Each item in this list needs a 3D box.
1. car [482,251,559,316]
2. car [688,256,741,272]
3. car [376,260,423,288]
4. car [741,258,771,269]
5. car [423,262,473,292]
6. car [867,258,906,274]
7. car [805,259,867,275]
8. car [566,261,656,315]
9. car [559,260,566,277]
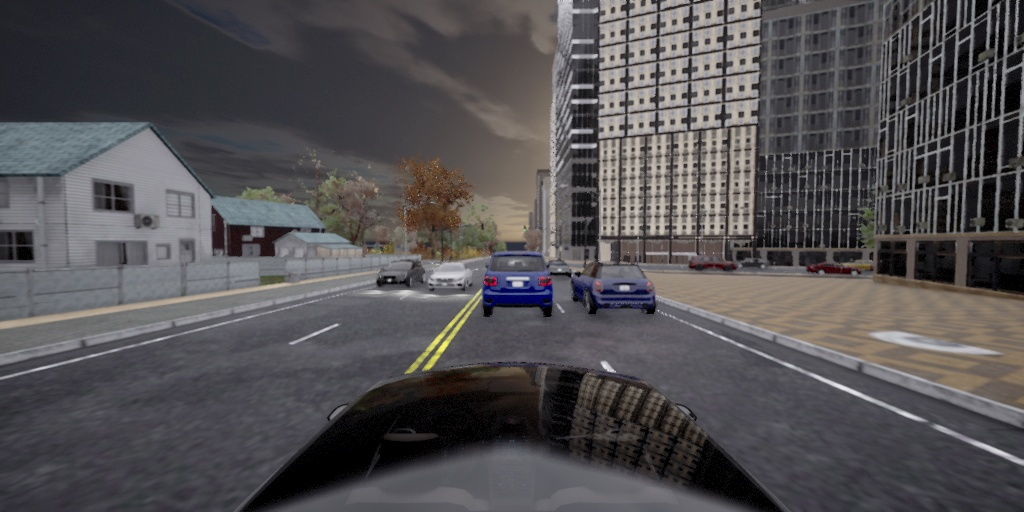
[{"bbox_3d":[0.188,0.837,12.767,2.150,2.045,5.566,0,1,1],"label":"car"},{"bbox_3d":[23.366,0.935,42.001,5.009,1.841,2.192,0,0,21],"label":"car"},{"bbox_3d":[-6.427,1.011,21.271,1.837,1.490,4.892,0,0,1],"label":"car"},{"bbox_3d":[31.447,0.955,47.376,4.403,1.370,2.007,0,0,21],"label":"car"},{"bbox_3d":[-3.195,1.055,19.420,1.812,1.442,4.674,0,1,1],"label":"car"},{"bbox_3d":[39.283,1.155,36.016,5.009,1.841,2.192,0,0,21],"label":"car"},{"bbox_3d":[33.977,1.312,38.011,4.507,1.381,1.888,0,0,21],"label":"car"},{"bbox_3d":[3.435,0.965,12.986,2.097,1.767,4.553,0,1,1],"label":"car"},{"bbox_3d":[3.574,0.990,28.660,1.994,1.385,4.181,0,1,1],"label":"car"}]
